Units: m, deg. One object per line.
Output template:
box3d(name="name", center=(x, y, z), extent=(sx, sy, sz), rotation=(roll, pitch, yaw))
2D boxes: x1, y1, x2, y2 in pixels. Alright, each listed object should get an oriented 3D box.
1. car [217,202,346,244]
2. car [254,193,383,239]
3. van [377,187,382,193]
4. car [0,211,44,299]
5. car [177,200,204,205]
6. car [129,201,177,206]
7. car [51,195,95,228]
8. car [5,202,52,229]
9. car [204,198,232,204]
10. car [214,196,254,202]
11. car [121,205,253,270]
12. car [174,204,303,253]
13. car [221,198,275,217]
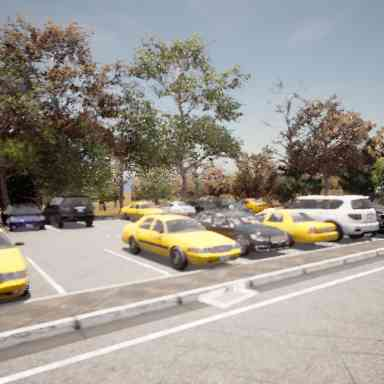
box3d(name="car", center=(3.693, 1.446, 14.867), extent=(1.946, 1.575, 5.366), rotation=(0, 0, -35))
box3d(name="car", center=(6.052, 1.188, 16.339), extent=(2.435, 2.045, 5.566), rotation=(0, 0, -35))
box3d(name="van", center=(27.276, 0.296, 47.459), extent=(1.878, 1.987, 4.442), rotation=(-1, 1, -35))
box3d(name="car", center=(-5.264, 1.490, 8.092), extent=(1.946, 1.575, 5.366), rotation=(0, 0, -35))
box3d(name="car", center=(-1.461, 1.474, 27.008), extent=(2.002, 1.452, 4.674), rotation=(0, 0, -35))
box3d(name="car", center=(-3.619, 1.441, 25.261), extent=(1.946, 1.575, 5.366), rotation=(0, 0, -35))
box3d(name="car", center=(-8.269, 1.213, 22.242), extent=(2.435, 2.045, 5.566), rotation=(0, 0, -35))
box3d(name="car", center=(-10.498, 1.504, 20.599), extent=(2.163, 1.488, 4.792), rotation=(0, 0, -35))
box3d(name="car", center=(0.818, 1.454, 28.583), extent=(2.163, 1.488, 4.792), rotation=(0, 0, -35))
box3d(name="car", center=(2.944, 1.289, 30.158), extent=(2.185, 1.767, 4.553), rotation=(0, 0, -35))
box3d(name="car", center=(-0.629, 1.466, 11.363), extent=(1.946, 1.575, 5.366), rotation=(0, 0, -35))
box3d(name="car", center=(1.528, 1.460, 13.120), extent=(2.231, 1.521, 4.892), rotation=(0, 0, -35))
box3d(name="car", center=(5.229, 1.404, 31.726), extent=(2.097, 1.535, 5.008), rotation=(0, 0, -35))
